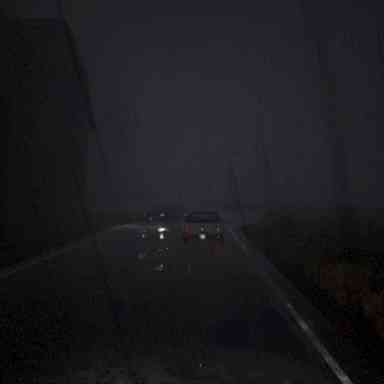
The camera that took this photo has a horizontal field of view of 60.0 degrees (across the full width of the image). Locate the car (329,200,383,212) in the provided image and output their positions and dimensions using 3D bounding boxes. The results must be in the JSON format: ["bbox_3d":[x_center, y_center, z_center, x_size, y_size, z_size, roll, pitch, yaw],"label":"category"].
[{"bbox_3d":[13.718,1.622,27.905,4.181,1.385,1.994,0,0,3],"label":"car"}]

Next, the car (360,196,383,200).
[{"bbox_3d":[32.238,1.617,58.971,4.611,1.667,2.242,0,0,5],"label":"car"}]

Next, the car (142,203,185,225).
[{"bbox_3d":[-1.844,1.523,24.623,1.812,1.442,4.674,0,0,24],"label":"car"}]

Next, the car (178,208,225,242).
[{"bbox_3d":[0.568,1.603,16.318,1.895,1.301,4.718,0,0,3],"label":"car"}]

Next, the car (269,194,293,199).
[{"bbox_3d":[20.104,1.395,73.967,4.605,1.855,1.932,0,0,5],"label":"car"}]

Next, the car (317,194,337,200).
[{"bbox_3d":[34.104,1.457,83.105,3.866,1.878,1.905,0,0,5],"label":"car"}]
